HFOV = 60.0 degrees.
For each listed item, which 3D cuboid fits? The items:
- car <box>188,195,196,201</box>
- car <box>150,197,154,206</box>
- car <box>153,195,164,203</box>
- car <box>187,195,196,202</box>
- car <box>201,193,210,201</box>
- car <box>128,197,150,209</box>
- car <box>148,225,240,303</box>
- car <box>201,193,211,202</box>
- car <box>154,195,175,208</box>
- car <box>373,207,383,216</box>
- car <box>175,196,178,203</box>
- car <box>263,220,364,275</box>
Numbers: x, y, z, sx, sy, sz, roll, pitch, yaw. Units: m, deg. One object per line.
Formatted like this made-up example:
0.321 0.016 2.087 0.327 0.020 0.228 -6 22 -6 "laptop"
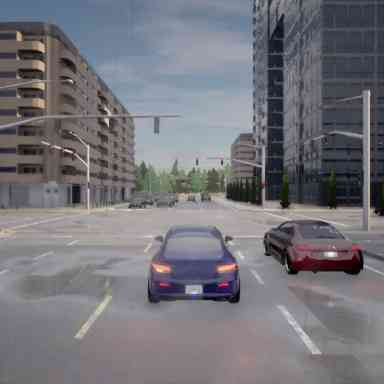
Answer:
-0.041 1.525 87.775 2.128 1.511 4.902 0 0 1 "car"
-7.461 1.564 54.917 1.994 1.385 4.181 0 0 2 "car"
-7.216 1.478 71.584 1.882 1.535 5.008 0 0 1 "car"
-0.151 1.540 77.431 2.033 1.411 5.357 0 0 1 "car"
3.459 1.225 87.802 2.150 2.045 5.566 0 0 1 "car"
-7.500 1.505 46.023 1.837 1.490 4.892 0 0 1 "car"
0.047 1.526 8.073 1.812 1.442 4.674 0 0 0 "car"
3.350 1.355 77.639 2.097 1.767 4.553 0 0 1 "car"
-3.989 1.352 48.984 2.097 1.767 4.553 0 0 0 "car"
19.459 1.656 30.678 4.718 1.301 1.895 0 0 0 "car"
-3.935 1.526 58.471 1.812 1.442 4.674 0 0 1 "car"
3.556 1.564 10.496 1.994 1.385 4.181 0 0 0 "car"
